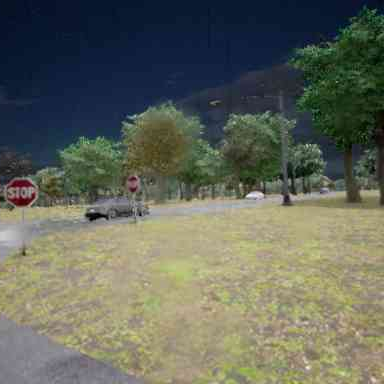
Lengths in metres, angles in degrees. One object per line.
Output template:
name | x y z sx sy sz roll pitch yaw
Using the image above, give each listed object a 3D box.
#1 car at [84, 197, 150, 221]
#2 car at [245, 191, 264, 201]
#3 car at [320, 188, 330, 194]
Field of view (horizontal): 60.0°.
car | -4.574 1.002 20.701 1.994 1.385 4.181 -4 -1 34
car | 10.411 0.656 54.970 1.812 1.442 4.674 -4 -1 34
car | 31.626 -0.230 79.297 1.812 1.442 4.674 -4 -1 29
